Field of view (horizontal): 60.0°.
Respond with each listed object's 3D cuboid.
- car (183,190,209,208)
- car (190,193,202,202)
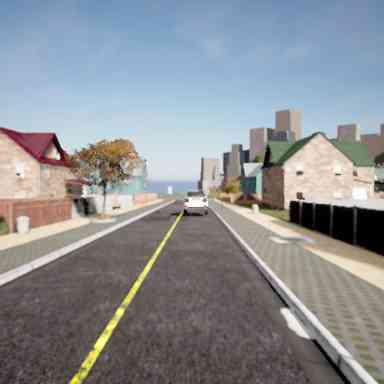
[{"bbox_3d":[0.344,0.812,30.102,2.150,2.045,5.566,0,0,1],"label":"car"},{"bbox_3d":[0.716,0.989,61.166,2.163,1.488,4.792,0,0,1],"label":"car"}]
